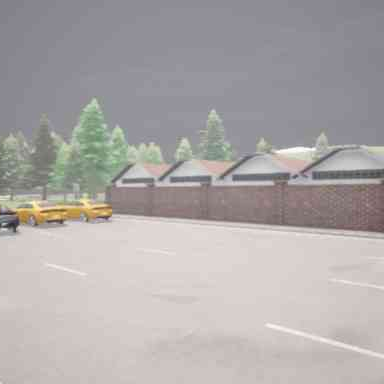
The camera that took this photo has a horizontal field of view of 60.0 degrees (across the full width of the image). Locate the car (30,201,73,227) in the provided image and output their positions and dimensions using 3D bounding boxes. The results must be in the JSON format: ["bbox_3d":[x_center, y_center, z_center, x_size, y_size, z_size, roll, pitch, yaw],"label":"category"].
[{"bbox_3d":[-10.094,1.337,21.560,5.008,1.535,1.882,0,1,39],"label":"car"}]

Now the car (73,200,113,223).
[{"bbox_3d":[-7.889,1.305,24.278,5.008,1.535,1.882,0,1,39],"label":"car"}]

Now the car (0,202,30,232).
[{"bbox_3d":[-11.039,1.386,17.821,4.902,1.511,2.128,0,1,39],"label":"car"}]
